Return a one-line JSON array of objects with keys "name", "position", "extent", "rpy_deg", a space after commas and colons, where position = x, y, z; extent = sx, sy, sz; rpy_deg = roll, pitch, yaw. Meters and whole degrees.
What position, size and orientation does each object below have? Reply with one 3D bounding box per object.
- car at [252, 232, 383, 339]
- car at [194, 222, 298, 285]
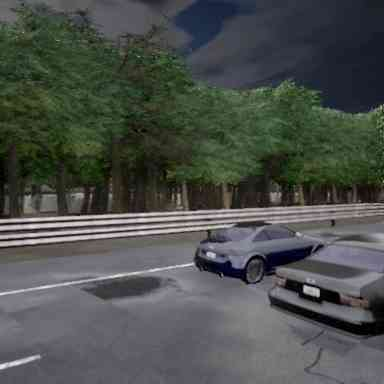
[{"name": "car", "position": [3.848, 1.541, 6.491], "extent": [5.357, 1.411, 2.033], "rpy_deg": [0, 0, -36]}, {"name": "car", "position": [2.116, 1.558, 9.558], "extent": [4.181, 1.385, 1.994], "rpy_deg": [0, 0, -35]}]
